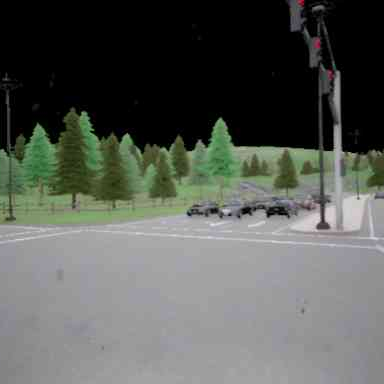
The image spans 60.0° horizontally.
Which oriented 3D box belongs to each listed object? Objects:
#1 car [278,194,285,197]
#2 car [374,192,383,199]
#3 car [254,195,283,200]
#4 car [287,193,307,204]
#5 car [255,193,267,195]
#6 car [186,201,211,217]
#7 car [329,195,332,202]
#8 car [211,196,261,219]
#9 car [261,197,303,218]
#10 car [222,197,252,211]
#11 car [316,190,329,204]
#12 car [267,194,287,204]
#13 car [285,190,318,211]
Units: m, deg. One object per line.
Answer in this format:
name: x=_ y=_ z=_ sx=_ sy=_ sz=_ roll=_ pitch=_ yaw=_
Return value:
car: x=11.724 y=1.211 z=42.835 sx=1.994 sy=1.385 sz=4.181 roll=-1 pitch=0 yaw=28
car: x=34.548 y=0.631 z=61.008 sx=1.994 sy=1.385 sz=4.181 roll=-1 pitch=0 yaw=29
car: x=7.947 y=1.313 z=35.650 sx=1.994 sy=1.385 sz=4.181 roll=-1 pitch=0 yaw=28
car: x=16.439 y=1.012 z=51.804 sx=2.128 sy=1.511 sz=4.902 roll=-1 pitch=0 yaw=28
car: x=9.328 y=1.050 z=45.807 sx=2.097 sy=1.767 sz=4.553 roll=-1 pitch=0 yaw=28
car: x=1.159 y=1.482 z=30.344 sx=1.994 sy=1.385 sz=4.181 roll=-1 pitch=0 yaw=28
car: x=21.313 y=0.950 z=53.525 sx=2.033 sy=1.411 sz=5.357 roll=-1 pitch=0 yaw=28
car: x=3.770 y=1.352 z=27.835 sx=2.128 sy=1.511 sz=4.902 roll=-1 pitch=0 yaw=28
car: x=7.463 y=1.376 z=27.307 sx=1.895 sy=1.301 sz=4.718 roll=-1 pitch=0 yaw=28
car: x=5.209 y=1.335 z=37.962 sx=1.812 sy=1.442 sz=4.674 roll=-1 pitch=0 yaw=28
car: x=16.448 y=0.755 z=44.317 sx=2.150 sy=2.045 sz=5.566 roll=-1 pitch=0 yaw=28
car: x=14.101 y=1.117 z=54.871 sx=2.033 sy=1.411 sz=5.357 roll=-1 pitch=0 yaw=28
car: x=11.659 y=1.014 z=35.200 sx=2.097 sy=1.767 sz=4.553 roll=-1 pitch=0 yaw=28
